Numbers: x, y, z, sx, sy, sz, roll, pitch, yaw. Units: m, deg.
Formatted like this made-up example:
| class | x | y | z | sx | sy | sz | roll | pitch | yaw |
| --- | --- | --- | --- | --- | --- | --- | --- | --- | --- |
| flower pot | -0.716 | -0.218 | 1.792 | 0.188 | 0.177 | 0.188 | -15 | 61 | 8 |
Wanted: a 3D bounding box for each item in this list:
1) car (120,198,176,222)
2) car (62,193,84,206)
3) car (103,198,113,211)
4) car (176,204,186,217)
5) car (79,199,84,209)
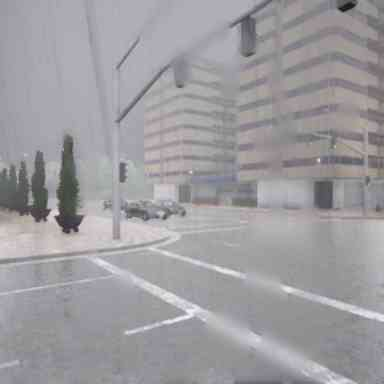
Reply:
| class | x | y | z | sx | sy | sz | roll | pitch | yaw |
| --- | --- | --- | --- | --- | --- | --- | --- | --- | --- |
| car | -3.628 | 1.454 | 26.095 | 2.128 | 1.511 | 4.902 | 0 | 0 | -35 |
| car | -20.187 | 1.157 | 56.093 | 2.150 | 2.045 | 5.566 | 0 | 0 | -35 |
| car | -9.287 | 1.455 | 40.321 | 1.837 | 1.490 | 4.892 | 0 | 0 | -35 |
| car | -2.365 | 1.477 | 30.401 | 1.812 | 1.442 | 4.674 | 0 | 0 | -35 |
| car | -16.075 | 1.182 | 43.938 | 2.150 | 2.045 | 5.566 | 0 | 0 | -35 |
